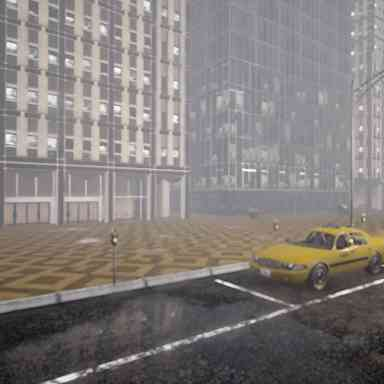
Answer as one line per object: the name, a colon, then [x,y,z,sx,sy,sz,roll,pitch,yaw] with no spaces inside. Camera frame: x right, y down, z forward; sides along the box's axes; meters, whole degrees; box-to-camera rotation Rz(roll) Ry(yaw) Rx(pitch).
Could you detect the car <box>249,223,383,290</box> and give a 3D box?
car: [3.683,1.576,9.195,4.829,1.417,1.752,0,0,-36]
